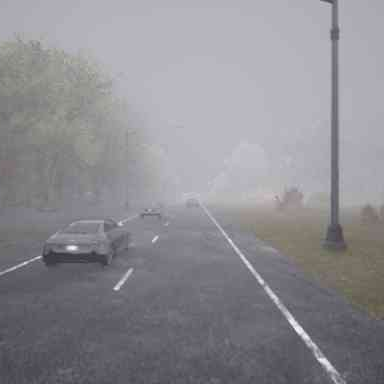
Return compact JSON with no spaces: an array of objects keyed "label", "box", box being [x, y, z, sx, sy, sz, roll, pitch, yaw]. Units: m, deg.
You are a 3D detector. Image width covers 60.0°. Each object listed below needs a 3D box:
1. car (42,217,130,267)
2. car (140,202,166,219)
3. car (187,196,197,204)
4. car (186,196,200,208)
[{"label":"car","box":[-3.405,1.561,11.450,1.994,1.385,4.181,0,0,0]},{"label":"car","box":[-3.395,1.542,29.373,2.033,1.411,5.357,0,0,0]},{"label":"car","box":[-0.015,1.519,62.313,1.812,1.442,4.674,0,0,0]},{"label":"car","box":[0.087,1.558,48.704,1.994,1.385,4.181,0,0,0]}]
